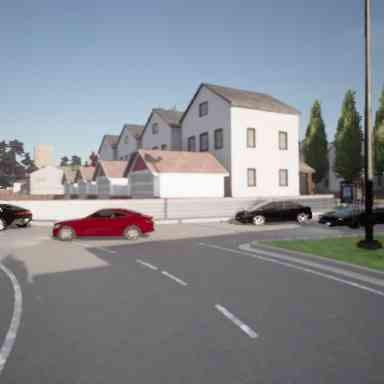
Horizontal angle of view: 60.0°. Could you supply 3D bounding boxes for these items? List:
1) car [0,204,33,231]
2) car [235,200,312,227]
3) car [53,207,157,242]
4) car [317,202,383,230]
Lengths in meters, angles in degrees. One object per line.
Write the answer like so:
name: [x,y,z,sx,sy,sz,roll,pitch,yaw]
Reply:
car: [-12.199,1.507,20.403,4.892,1.490,1.837,-2,0,14]
car: [5.128,1.254,20.878,5.008,1.535,1.882,-1,0,-20]
car: [-3.995,1.462,15.496,4.674,1.442,1.812,-1,0,-3]
car: [9.780,1.278,18.862,5.357,1.411,2.033,-1,0,-22]
